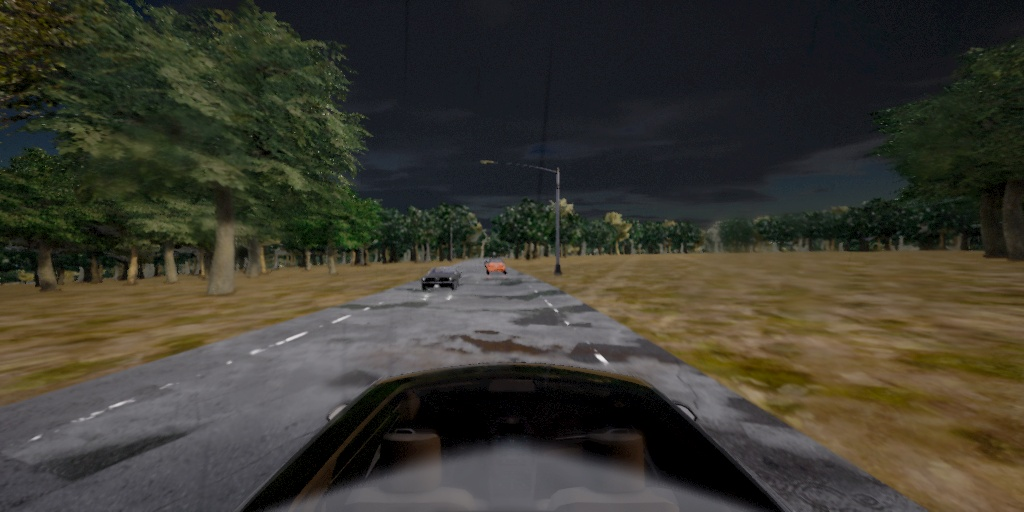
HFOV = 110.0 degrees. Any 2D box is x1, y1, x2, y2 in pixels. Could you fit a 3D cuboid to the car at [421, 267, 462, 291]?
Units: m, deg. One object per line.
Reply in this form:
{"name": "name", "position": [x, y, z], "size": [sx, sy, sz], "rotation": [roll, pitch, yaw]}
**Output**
{"name": "car", "position": [-4.146, 1.314, 21.486], "size": [1.895, 1.301, 4.718], "rotation": [0, 0, -3]}

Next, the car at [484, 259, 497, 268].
{"name": "car", "position": [-3.700, 1.225, 60.387], "size": [2.033, 1.411, 5.357], "rotation": [0, 0, -5]}

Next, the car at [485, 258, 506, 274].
{"name": "car", "position": [-1.863, 1.049, 40.567], "size": [2.097, 1.767, 4.553], "rotation": [0, 0, -5]}
